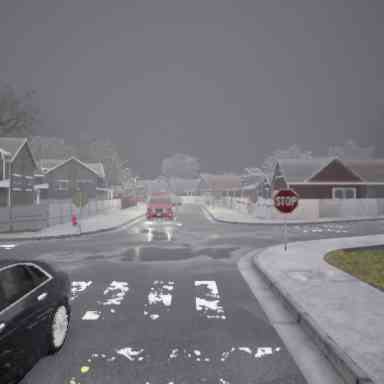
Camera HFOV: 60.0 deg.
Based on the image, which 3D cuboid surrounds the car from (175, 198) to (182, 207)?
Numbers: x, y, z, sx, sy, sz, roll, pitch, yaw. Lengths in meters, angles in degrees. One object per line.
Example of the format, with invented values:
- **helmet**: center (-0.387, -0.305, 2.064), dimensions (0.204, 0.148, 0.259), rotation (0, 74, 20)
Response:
- **car**: center (-2.939, 1.641, 54.423), dimensions (1.882, 1.535, 5.008), rotation (0, 1, -13)

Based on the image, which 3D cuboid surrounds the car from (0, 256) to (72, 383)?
- **car**: center (-2.756, 1.546, 3.290), dimensions (1.837, 1.490, 4.892), rotation (0, 0, 0)

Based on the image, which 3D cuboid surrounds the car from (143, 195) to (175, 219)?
- **car**: center (-2.794, 1.375, 29.480), dimensions (2.150, 2.045, 5.566), rotation (0, 1, -3)

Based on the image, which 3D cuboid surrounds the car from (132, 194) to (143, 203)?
- **car**: center (-12.455, 1.495, 77.435), dimensions (2.150, 2.045, 5.566), rotation (0, -1, -23)
